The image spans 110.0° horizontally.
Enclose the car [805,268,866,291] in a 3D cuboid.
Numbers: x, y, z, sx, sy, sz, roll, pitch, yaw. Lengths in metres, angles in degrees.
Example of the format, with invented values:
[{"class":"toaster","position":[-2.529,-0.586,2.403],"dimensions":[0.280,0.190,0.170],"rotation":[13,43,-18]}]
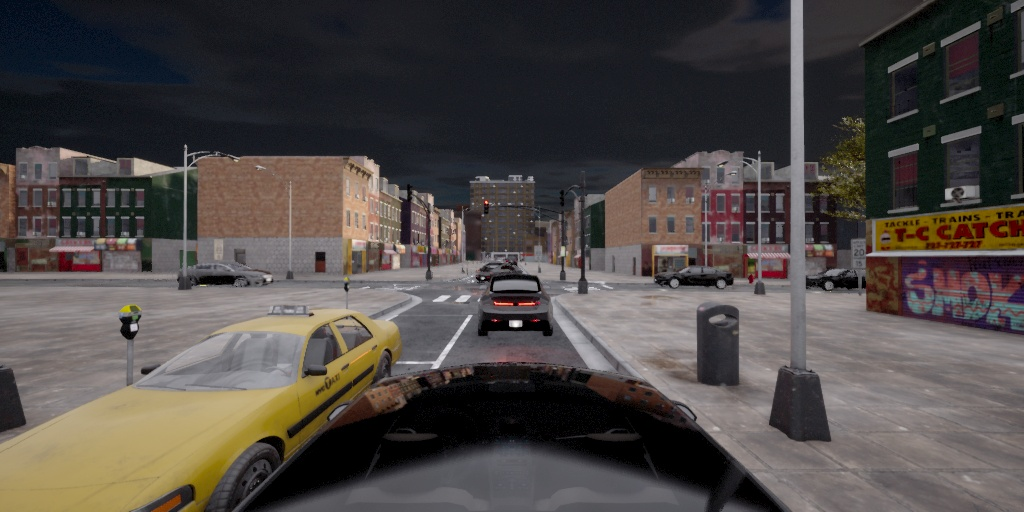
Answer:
[{"class":"car","position":[22.383,1.546,24.428],"dimensions":[5.008,1.535,1.882],"rotation":[1,0,-1]}]

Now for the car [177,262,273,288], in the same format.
[{"class":"car","position":[-16.862,1.130,21.226],"dimensions":[4.902,1.511,2.128],"rotation":[0,0,0]}]

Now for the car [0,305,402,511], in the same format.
[{"class":"car","position":[-2.641,1.276,3.998],"dimensions":[1.751,1.417,4.829],"rotation":[0,0,0]}]

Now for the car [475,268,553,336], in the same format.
[{"class":"car","position":[0.084,1.257,10.381],"dimensions":[1.837,1.490,4.892],"rotation":[0,0,0]}]

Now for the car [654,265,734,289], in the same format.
[{"class":"car","position":[12.255,1.393,24.366],"dimensions":[5.008,1.535,1.882],"rotation":[1,0,0]}]

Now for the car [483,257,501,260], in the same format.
[{"class":"car","position":[-2.693,1.100,41.568],"dimensions":[2.192,1.841,5.009],"rotation":[0,0,0]}]

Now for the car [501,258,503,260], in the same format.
[{"class":"car","position":[-2.708,1.357,52.456],"dimensions":[2.007,1.370,4.403],"rotation":[0,0,0]}]

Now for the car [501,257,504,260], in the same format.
[{"class":"car","position":[-2.723,1.358,63.173],"dimensions":[1.751,1.417,4.829],"rotation":[0,0,0]}]

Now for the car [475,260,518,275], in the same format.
[{"class":"car","position":[-0.837,1.285,26.874],"dimensions":[1.837,1.490,4.892],"rotation":[4,1,29]}]
